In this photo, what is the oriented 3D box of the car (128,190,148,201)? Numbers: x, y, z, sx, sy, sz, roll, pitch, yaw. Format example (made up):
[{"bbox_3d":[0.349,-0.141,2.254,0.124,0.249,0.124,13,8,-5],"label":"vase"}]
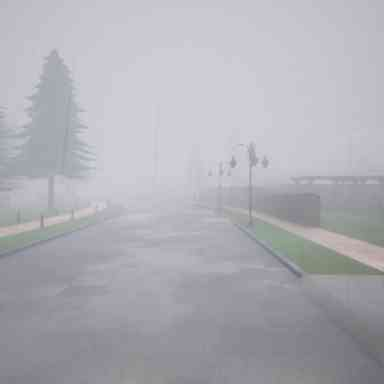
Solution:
[{"bbox_3d":[-10.433,0.733,66.251,2.150,2.045,5.566,0,0,-27],"label":"car"}]

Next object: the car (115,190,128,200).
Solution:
[{"bbox_3d":[-15.683,0.649,75.529,2.150,2.045,5.566,0,1,-33],"label":"car"}]
